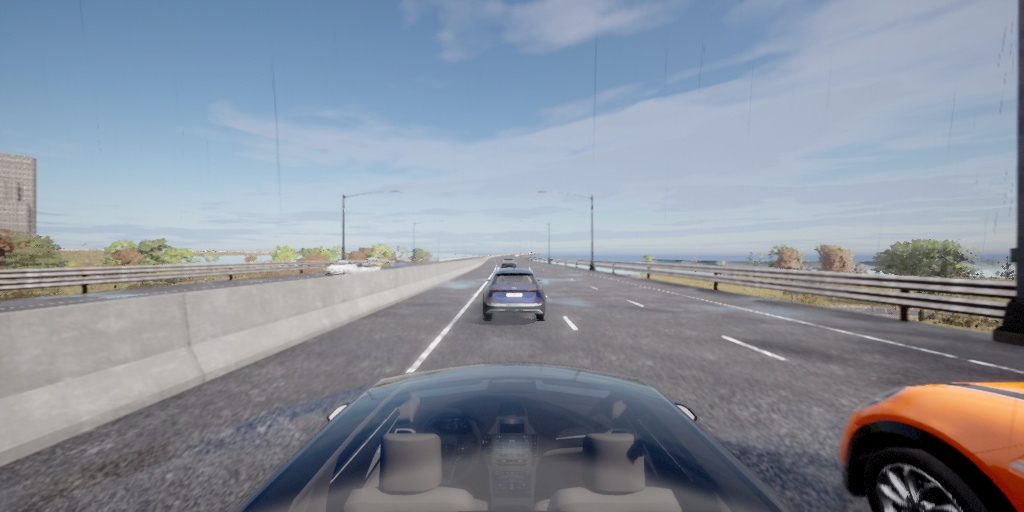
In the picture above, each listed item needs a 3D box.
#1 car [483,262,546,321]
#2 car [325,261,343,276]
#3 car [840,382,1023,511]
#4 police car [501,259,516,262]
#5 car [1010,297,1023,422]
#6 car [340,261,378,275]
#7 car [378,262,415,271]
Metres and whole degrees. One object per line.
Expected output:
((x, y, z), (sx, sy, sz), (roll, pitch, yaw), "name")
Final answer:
((0.059, 1.181, 12.531), (2.033, 1.649, 4.856), (0, 0, 0), "car")
((-17.978, 1.269, 38.119), (1.812, 1.442, 4.674), (0, 0, -1), "car")
((3.593, 1.102, 0.859), (2.097, 1.767, 4.553), (0, 0, 0), "car")
((-0.405, 1.160, 43.693), (1.930, 1.638, 5.238), (0, 0, -1), "police car")
((7.093, 1.253, 1.999), (1.837, 1.490, 4.892), (0, 0, 0), "car")
((-14.416, 1.346, 34.877), (1.895, 1.301, 4.718), (0, 0, -1), "car")
((-10.919, 1.291, 35.168), (2.033, 1.411, 5.357), (0, 0, -1), "car")
